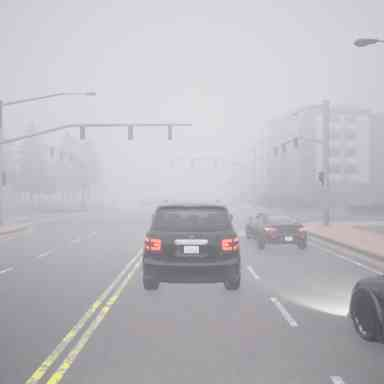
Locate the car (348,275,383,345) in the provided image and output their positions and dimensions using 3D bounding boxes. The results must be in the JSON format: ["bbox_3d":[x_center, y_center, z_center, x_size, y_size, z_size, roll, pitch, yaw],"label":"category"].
[{"bbox_3d":[3.591,1.564,3.804,1.994,1.385,4.181,0,0,-1],"label":"car"}]

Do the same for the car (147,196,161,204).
[{"bbox_3d":[-7.376,1.490,64.836,2.128,1.511,4.902,0,0,0],"label":"car"}]

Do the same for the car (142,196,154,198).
[{"bbox_3d":[-7.348,1.477,53.045,1.882,1.535,5.008,0,0,-1],"label":"car"}]

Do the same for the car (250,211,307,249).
[{"bbox_3d":[3.507,1.526,14.366,1.812,1.442,4.674,0,0,0],"label":"car"}]

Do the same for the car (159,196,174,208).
[{"bbox_3d":[-3.845,1.477,50.467,1.882,1.535,5.008,0,0,0],"label":"car"}]

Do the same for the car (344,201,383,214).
[{"bbox_3d":[18.230,1.600,34.075,4.718,1.301,1.895,0,0,-2],"label":"car"}]

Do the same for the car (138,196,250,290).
[{"bbox_3d":[0.002,1.221,9.199,2.150,2.045,5.566,0,0,0],"label":"car"}]

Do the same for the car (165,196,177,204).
[{"bbox_3d":[-3.884,1.477,62.431,1.882,1.535,5.008,0,0,0],"label":"car"}]
